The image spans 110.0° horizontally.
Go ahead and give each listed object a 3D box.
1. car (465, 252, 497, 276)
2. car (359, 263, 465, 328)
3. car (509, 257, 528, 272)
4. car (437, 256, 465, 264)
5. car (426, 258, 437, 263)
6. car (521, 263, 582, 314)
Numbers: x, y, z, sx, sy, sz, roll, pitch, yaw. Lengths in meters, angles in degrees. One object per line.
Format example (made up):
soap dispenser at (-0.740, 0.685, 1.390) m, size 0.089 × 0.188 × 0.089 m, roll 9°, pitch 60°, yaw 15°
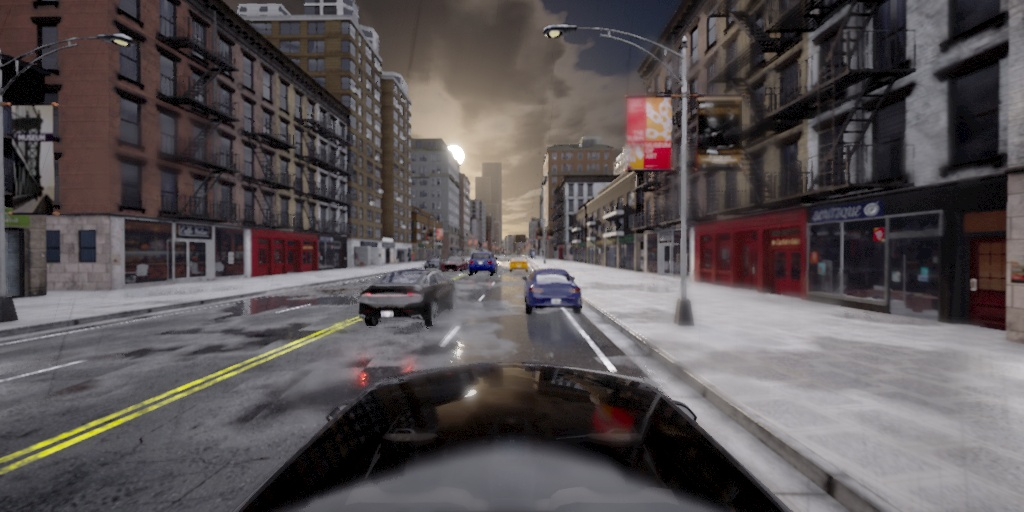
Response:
car at (-2.575, 0.671, 32.596) m, size 2.150 × 2.045 × 5.566 m, roll 0°, pitch 1°, yaw 1°
car at (-2.960, 1.155, 11.059) m, size 2.128 × 1.511 × 4.902 m, roll 0°, pitch 1°, yaw 1°
car at (0.741, 0.862, 38.655) m, size 1.882 × 1.535 × 5.008 m, roll 0°, pitch 0°, yaw 1°
car at (-5.942, 0.760, 37.133) m, size 2.097 × 1.767 × 4.553 m, roll 0°, pitch 1°, yaw 1°
car at (-9.091, 0.921, 42.579) m, size 1.994 × 1.385 × 4.181 m, roll 0°, pitch 1°, yaw 1°
car at (1.363, 1.165, 13.006) m, size 1.812 × 1.442 × 4.674 m, roll 0°, pitch 1°, yaw 1°
